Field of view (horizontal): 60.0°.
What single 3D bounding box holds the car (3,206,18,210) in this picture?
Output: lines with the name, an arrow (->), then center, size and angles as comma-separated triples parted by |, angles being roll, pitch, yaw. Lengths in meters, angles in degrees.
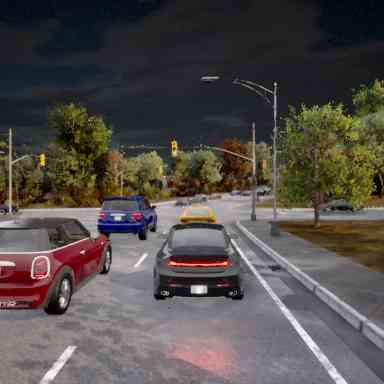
car -> -21.189, 1.826, 35.611 | 4.718, 1.301, 1.895 | -1, 0, 3

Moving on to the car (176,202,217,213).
car -> 0.340, 1.518, 17.804 | 1.882, 1.535, 5.008 | 0, 0, 2

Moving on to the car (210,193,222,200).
car -> 5.263, 1.007, 74.420 | 1.812, 1.442, 4.674 | 0, 2, 23

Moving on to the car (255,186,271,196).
car -> 17.911, 0.149, 83.010 | 1.882, 1.535, 5.008 | 0, 3, 33

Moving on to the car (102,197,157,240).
car -> -3.189, 1.260, 17.321 | 2.150, 2.045, 5.566 | 0, 0, 2

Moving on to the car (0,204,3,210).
car -> -21.534, 1.708, 32.121 | 4.902, 1.511, 2.128 | -1, 0, 4

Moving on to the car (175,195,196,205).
car -> -1.373, 1.660, 56.800 | 1.994, 1.385, 4.181 | 0, 1, 17

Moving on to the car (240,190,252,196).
car -> 14.590, 0.266, 84.288 | 1.994, 1.385, 4.181 | 0, 3, 33

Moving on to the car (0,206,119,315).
car -> -3.356, 1.362, 7.758 | 2.097, 1.767, 4.553 | 0, 0, 1

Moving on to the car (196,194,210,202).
car -> 1.395, 1.251, 65.154 | 2.097, 1.767, 4.553 | 0, 2, 21

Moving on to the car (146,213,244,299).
car -> 0.150, 1.516, 8.425 | 1.837, 1.490, 4.892 | 0, 0, 1

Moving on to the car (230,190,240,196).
car -> 11.286, 0.274, 85.598 | 1.812, 1.442, 4.674 | 0, 3, 31

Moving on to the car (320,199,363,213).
car -> 16.368, 1.533, 36.977 | 4.902, 1.511, 2.128 | -1, 0, 4
